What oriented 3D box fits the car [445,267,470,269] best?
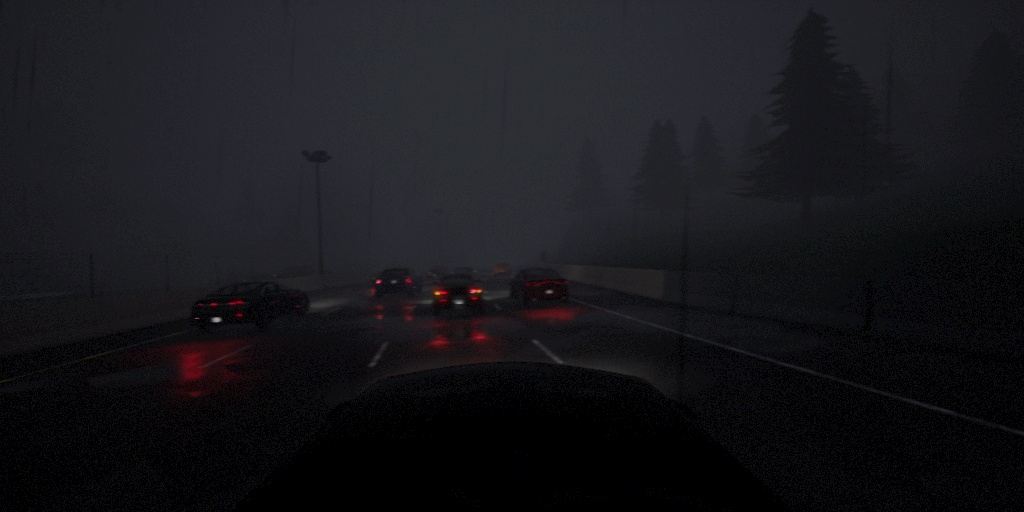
[{"bbox_3d":[-4.025,1.591,29.596,2.033,1.411,5.357,-2,0,-5],"label":"car"}]

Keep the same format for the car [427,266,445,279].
[{"bbox_3d":[-8.028,1.777,39.150,1.812,1.442,4.674,-2,0,-2],"label":"car"}]

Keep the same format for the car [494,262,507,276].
[{"bbox_3d":[-1.099,1.457,41.614,1.882,1.535,5.008,-3,0,-1],"label":"car"}]

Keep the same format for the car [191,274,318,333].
[{"bbox_3d":[-9.014,1.663,12.842,2.128,1.511,4.902,-2,0,-9],"label":"car"}]

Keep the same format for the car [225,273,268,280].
[{"bbox_3d":[-29.251,2.676,40.828,2.033,1.411,5.357,-2,0,-1],"label":"car"}]

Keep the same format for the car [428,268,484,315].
[{"bbox_3d":[-2.194,1.424,14.516,1.812,1.442,4.674,-2,0,-9],"label":"car"}]

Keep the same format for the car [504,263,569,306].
[{"bbox_3d":[1.068,1.250,16.275,1.882,1.535,5.008,-2,0,-9],"label":"car"}]

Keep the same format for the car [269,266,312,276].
[{"bbox_3d":[-25.764,2.215,42.635,2.150,2.045,5.566,-2,0,0],"label":"car"}]

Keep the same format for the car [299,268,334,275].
[{"bbox_3d":[-22.240,2.371,41.781,1.812,1.442,4.674,-2,0,0],"label":"car"}]

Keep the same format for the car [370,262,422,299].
[{"bbox_3d":[-6.718,1.468,21.665,2.097,1.767,4.553,-2,0,-7],"label":"car"}]

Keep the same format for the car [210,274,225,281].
[{"bbox_3d":[-32.722,2.767,41.799,2.128,1.511,4.902,-2,0,0],"label":"car"}]
